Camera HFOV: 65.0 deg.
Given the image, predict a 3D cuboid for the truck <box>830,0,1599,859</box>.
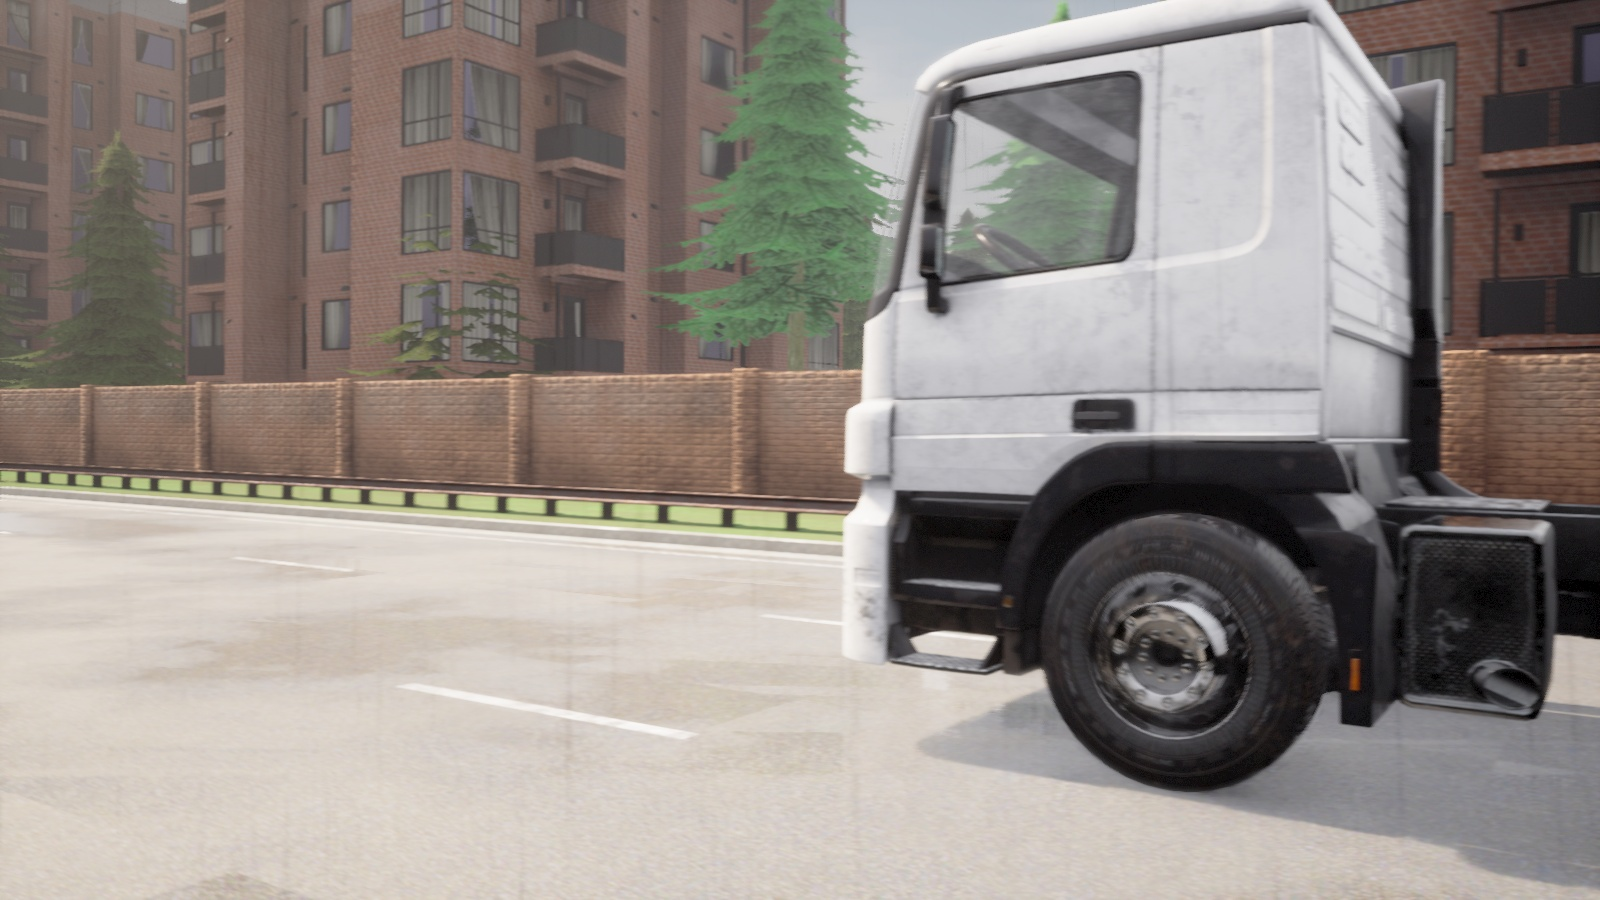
[{"bbox_3d":[4.262,-0.356,4.975,7.936,3.462,2.891,0,1,34],"label":"truck"}]
